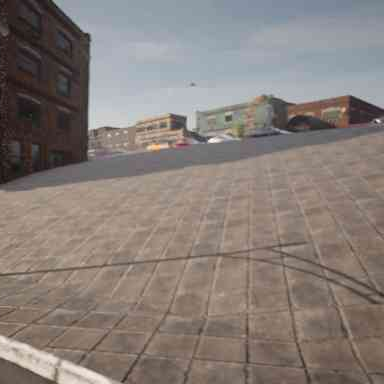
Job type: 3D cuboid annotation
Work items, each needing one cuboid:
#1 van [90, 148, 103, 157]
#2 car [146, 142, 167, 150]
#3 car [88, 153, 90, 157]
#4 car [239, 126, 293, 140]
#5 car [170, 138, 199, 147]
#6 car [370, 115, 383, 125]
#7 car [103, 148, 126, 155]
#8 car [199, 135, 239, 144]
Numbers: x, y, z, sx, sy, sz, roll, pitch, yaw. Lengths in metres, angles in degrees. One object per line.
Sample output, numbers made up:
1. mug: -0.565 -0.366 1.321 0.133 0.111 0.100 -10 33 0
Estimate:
1. van: -14.477 -6.177 54.541 1.878 1.987 4.442 0 2 -40
2. car: -3.893 -5.533 42.010 2.185 1.767 4.553 0 2 -40
3. car: -18.122 -6.087 58.856 2.002 1.452 4.674 0 1 -40
4. car: 6.870 -4.947 29.267 2.185 1.767 4.553 0 2 -40
5. car: -0.333 -5.342 37.795 2.185 1.767 4.553 0 2 -40
6. car: 13.922 -4.432 20.916 2.231 1.521 4.892 0 2 -40
7. car: -11.002 -5.776 50.424 2.231 1.521 4.892 0 2 -40
8. car: 3.323 -4.976 33.465 2.002 1.452 4.674 0 2 -40
